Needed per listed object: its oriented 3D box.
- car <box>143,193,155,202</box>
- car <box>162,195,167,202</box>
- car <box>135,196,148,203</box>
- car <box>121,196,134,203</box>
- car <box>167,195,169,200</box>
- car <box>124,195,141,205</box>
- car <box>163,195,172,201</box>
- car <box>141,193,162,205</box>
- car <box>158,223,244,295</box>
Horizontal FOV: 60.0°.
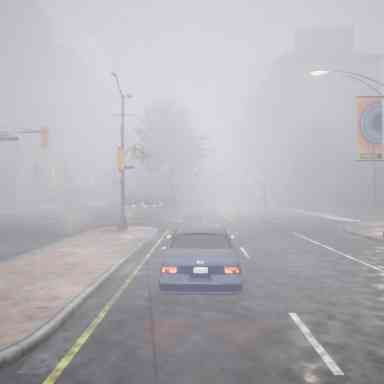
[{"bbox_3d":[-10.079,1.225,78.678,2.150,2.045,5.566,0,0,1],"label":"car"},{"bbox_3d":[-6.824,1.352,66.713,2.097,1.767,4.553,0,0,1],"label":"car"},{"bbox_3d":[-10.281,1.505,67.992,1.837,1.490,4.892,0,0,1],"label":"car"},{"bbox_3d":[-13.491,1.595,69.781,1.895,1.301,4.718,0,0,1],"label":"car"},{"bbox_3d":[-6.618,1.525,76.487,2.128,1.511,4.902,0,0,1],"label":"car"},{"bbox_3d":[-10.537,1.352,57.817,2.097,1.767,4.553,0,0,1],"label":"car"},{"bbox_3d":[-6.434,1.478,86.581,1.882,1.535,5.008,0,0,1],"label":"car"},{"bbox_3d":[-7.037,1.352,57.941,2.097,1.767,4.553,0,0,1],"label":"car"},{"bbox_3d":[0.225,1.547,8.891,2.033,1.411,5.357,0,0,1],"label":"car"}]
